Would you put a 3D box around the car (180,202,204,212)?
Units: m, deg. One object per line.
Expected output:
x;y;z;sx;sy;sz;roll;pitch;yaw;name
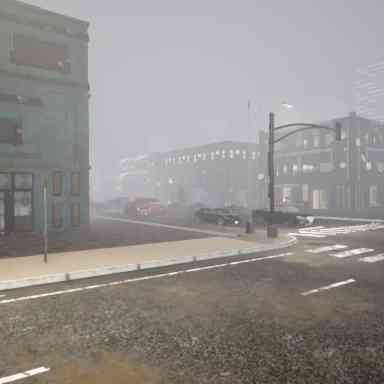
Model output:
0.782;1.903;41.659;1.802;1.307;4.206;-2;0;-35;car

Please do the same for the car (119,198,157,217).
-6.051;1.846;36.802;1.967;1.590;4.097;-1;0;-35;car

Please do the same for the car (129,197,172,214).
-5.029;1.621;39.855;2.150;2.045;5.566;-1;0;-35;car

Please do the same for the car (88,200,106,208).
-18.296;2.268;64.050;1.895;1.301;4.718;-1;0;-36;car

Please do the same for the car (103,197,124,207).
-15.255;1.939;64.218;2.192;1.841;5.009;-1;0;-35;car

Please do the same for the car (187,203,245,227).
1.890;1.814;25.421;1.947;1.339;4.313;-2;0;-35;car

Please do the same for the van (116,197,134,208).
-12.048;1.906;59.706;1.690;1.788;3.998;-1;0;-35;van

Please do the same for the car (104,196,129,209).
-12.082;1.774;55.297;2.150;2.045;5.566;-1;0;-35;car

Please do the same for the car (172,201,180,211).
-2.424;1.965;46.170;1.802;1.307;4.206;-2;0;-35;car

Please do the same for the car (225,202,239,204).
3.987;1.809;37.146;2.008;1.369;4.403;-2;0;-35;car

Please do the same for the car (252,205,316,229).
6.373;1.666;23.531;2.128;1.511;4.902;-1;0;-32;car

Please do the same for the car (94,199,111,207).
-18.456;2.227;68.730;1.887;1.381;4.507;-1;0;-35;car

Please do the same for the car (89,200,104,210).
-15.429;2.255;54.663;1.895;1.301;4.718;-1;0;-35;car
